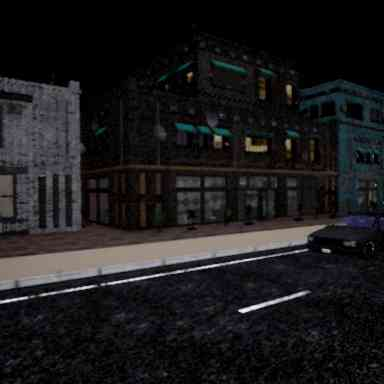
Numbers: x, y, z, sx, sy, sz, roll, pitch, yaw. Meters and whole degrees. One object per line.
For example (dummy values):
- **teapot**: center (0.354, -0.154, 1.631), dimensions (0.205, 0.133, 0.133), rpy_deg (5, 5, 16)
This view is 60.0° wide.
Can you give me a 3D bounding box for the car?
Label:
- **car**: center (6.512, 1.501, 12.321), dimensions (5.357, 1.411, 2.033), rpy_deg (0, 0, -35)
